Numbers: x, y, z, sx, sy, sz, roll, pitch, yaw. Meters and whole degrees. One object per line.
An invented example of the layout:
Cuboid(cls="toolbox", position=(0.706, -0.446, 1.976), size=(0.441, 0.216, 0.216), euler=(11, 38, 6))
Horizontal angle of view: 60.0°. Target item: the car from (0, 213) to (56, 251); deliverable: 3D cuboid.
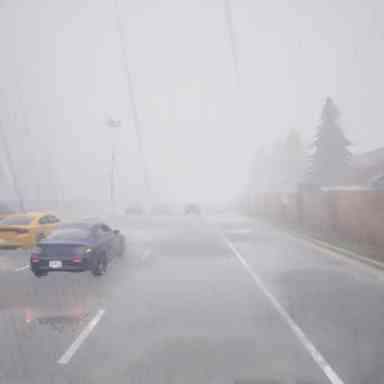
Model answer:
Cuboid(cls="car", position=(-6.895, 1.647, 14.551), size=(1.882, 1.535, 5.008), euler=(0, 0, 0))

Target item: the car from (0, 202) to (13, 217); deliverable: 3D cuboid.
Cuboid(cls="car", position=(-20.992, 1.880, 34.767), size=(1.882, 1.535, 5.008), euler=(0, -1, 0))

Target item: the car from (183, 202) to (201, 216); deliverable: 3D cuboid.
Cuboid(cls="car", position=(0.011, 1.957, 39.152), size=(1.837, 1.490, 4.892), euler=(0, -1, 0))

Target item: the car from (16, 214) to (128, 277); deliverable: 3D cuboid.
Cuboid(cls="car", position=(-3.397, 1.649, 10.584), size=(1.812, 1.442, 4.674), euler=(0, 0, 0))

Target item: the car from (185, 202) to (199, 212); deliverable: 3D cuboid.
Cuboid(cls="car", position=(0.012, 2.174, 49.683), size=(1.895, 1.301, 4.718), euler=(0, -1, 0))

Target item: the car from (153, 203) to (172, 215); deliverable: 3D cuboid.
Cuboid(cls="car", position=(-3.486, 2.022, 39.673), size=(1.994, 1.385, 4.181), euler=(0, -1, 0))

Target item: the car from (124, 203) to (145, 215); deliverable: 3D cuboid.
Cuboid(cls="car", position=(-6.985, 2.020, 40.882), size=(2.033, 1.411, 5.357), euler=(0, -1, 0))
